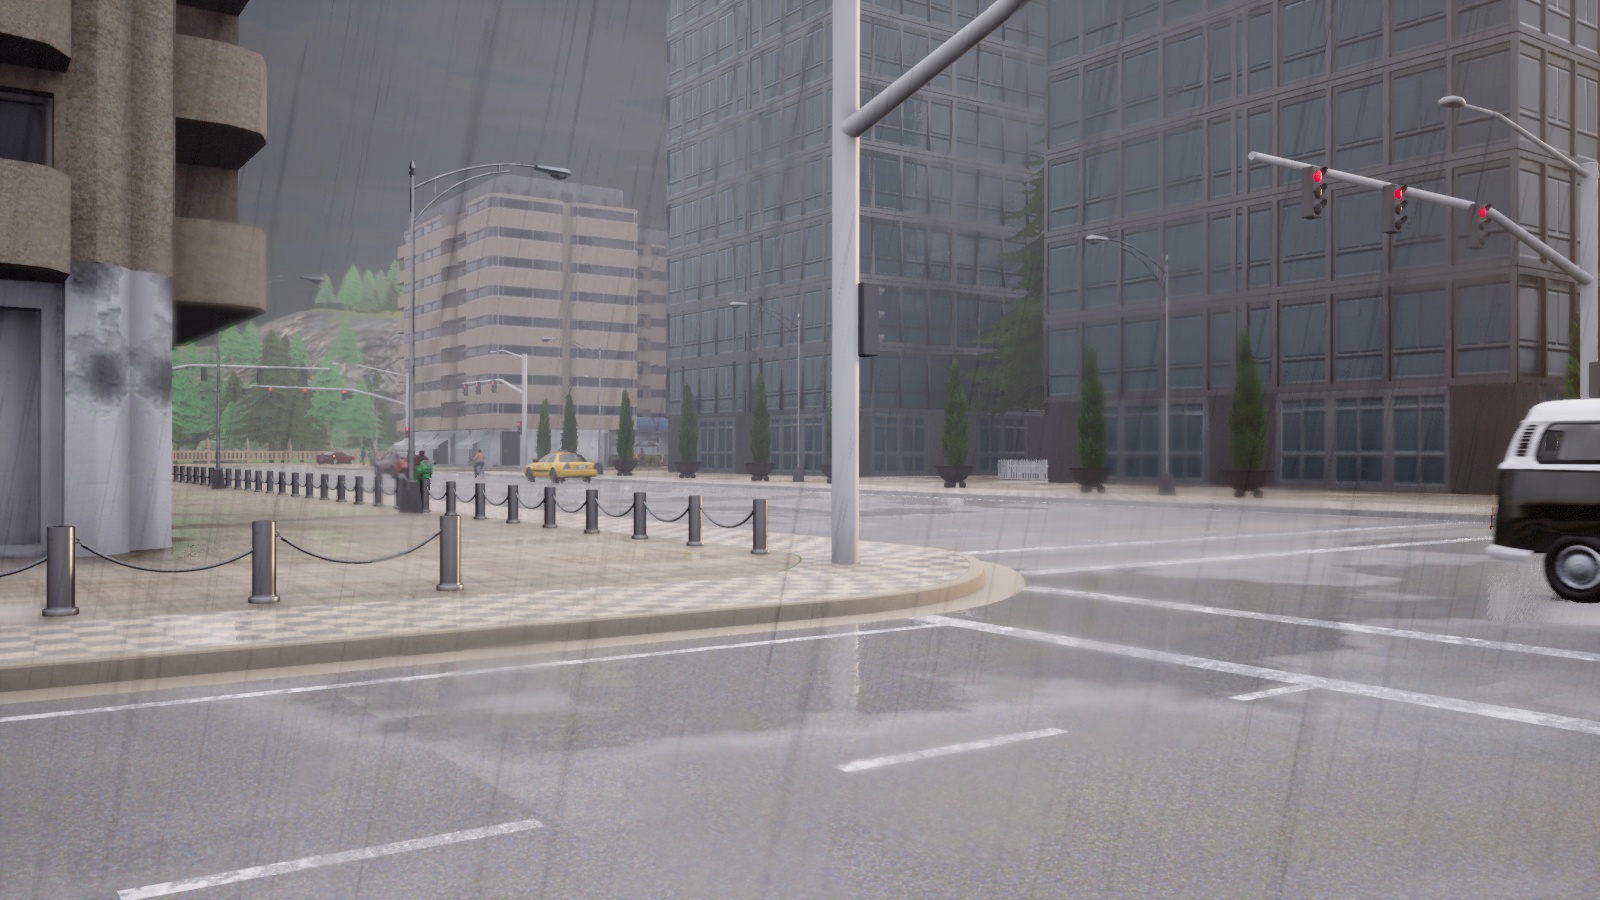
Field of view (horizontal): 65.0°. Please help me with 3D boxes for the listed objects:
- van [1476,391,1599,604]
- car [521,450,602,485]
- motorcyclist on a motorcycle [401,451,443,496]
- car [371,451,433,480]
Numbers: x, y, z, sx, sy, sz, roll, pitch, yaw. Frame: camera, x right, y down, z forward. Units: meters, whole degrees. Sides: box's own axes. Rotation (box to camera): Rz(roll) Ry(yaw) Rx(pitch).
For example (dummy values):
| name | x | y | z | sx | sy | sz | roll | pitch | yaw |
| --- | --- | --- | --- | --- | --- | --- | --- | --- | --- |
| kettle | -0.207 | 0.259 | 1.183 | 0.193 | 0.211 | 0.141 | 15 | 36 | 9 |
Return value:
| name | x | y | z | sx | sy | sz | roll | pitch | yaw |
| --- | --- | --- | --- | --- | --- | --- | --- | --- | --- |
| van | 9.123 | 0.450 | 11.737 | 2.069 | 2.038 | 4.480 | 0 | 0 | -36 |
| car | -11.382 | 0.798 | 59.639 | 1.801 | 1.575 | 5.366 | 0 | 0 | -34 |
| motorcyclist on a motorcycle | -13.115 | 0.806 | 43.558 | 0.797 | 1.523 | 2.044 | 0 | 0 | -34 |
| car | -21.780 | 0.850 | 68.660 | 2.007 | 1.525 | 4.514 | 0 | 0 | -34 |
